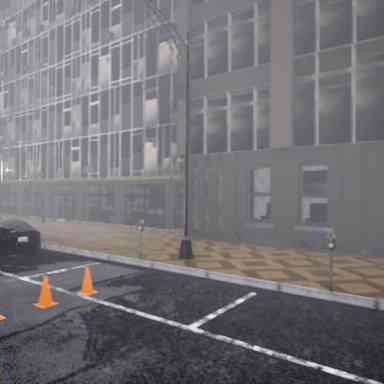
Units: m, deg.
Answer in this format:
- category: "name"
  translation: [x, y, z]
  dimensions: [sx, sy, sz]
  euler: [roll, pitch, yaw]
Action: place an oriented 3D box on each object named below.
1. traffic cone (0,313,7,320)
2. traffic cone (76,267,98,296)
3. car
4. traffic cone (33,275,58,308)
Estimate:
- category: "traffic cone"
  translation: [-3.560, 1.983, 5.947]
  dimensions: [0.340, 0.580, 0.340]
  euler: [0, 0, 36]
- category: "traffic cone"
  translation: [-2.384, 1.998, 7.563]
  dimensions: [0.340, 0.580, 0.340]
  euler: [0, 0, 36]
- category: "car"
  translation: [-7.320, 1.620, 12.350]
  dimensions: [4.313, 1.339, 1.947]
  euler: [0, 0, 36]
- category: "traffic cone"
  translation: [-2.972, 1.991, 6.755]
  dimensions: [0.340, 0.580, 0.340]
  euler: [0, 0, 36]
